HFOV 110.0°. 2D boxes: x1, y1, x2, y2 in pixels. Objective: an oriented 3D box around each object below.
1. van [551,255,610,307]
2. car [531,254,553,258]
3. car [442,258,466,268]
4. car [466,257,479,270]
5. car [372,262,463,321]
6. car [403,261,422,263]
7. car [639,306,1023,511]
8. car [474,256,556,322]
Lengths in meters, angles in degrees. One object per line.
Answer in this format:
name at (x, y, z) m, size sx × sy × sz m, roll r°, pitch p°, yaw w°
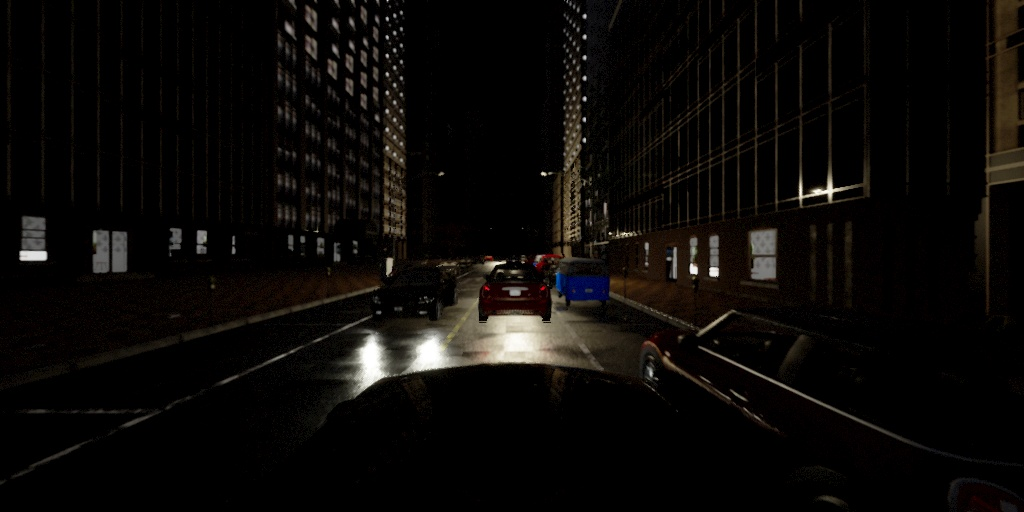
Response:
van at (2.741, 0.980, 14.638) m, size 1.690 × 1.789 × 3.998 m, roll 0°, pitch 0°, yaw 0°
car at (2.785, 0.855, 25.921) m, size 2.192 × 1.841 × 5.009 m, roll 0°, pitch 0°, yaw 0°
car at (-5.574, 1.039, 31.569) m, size 2.007 × 1.370 × 4.403 m, roll 0°, pitch 0°, yaw 0°
car at (-5.531, 0.939, 42.854) m, size 2.007 × 1.370 × 4.403 m, roll 0°, pitch 0°, yaw 0°
car at (-3.060, 1.137, 12.169) m, size 1.882 × 1.535 × 5.008 m, roll 0°, pitch 0°, yaw 0°
car at (-5.618, 1.028, 20.284) m, size 1.967 × 1.591 × 4.097 m, roll 0°, pitch 0°, yaw 0°
car at (2.697, 1.176, 3.356) m, size 1.967 × 1.591 × 4.097 m, roll 0°, pitch 0°, yaw 0°
car at (0.075, 1.014, 11.948) m, size 2.097 × 1.767 × 4.553 m, roll 0°, pitch 0°, yaw 0°
